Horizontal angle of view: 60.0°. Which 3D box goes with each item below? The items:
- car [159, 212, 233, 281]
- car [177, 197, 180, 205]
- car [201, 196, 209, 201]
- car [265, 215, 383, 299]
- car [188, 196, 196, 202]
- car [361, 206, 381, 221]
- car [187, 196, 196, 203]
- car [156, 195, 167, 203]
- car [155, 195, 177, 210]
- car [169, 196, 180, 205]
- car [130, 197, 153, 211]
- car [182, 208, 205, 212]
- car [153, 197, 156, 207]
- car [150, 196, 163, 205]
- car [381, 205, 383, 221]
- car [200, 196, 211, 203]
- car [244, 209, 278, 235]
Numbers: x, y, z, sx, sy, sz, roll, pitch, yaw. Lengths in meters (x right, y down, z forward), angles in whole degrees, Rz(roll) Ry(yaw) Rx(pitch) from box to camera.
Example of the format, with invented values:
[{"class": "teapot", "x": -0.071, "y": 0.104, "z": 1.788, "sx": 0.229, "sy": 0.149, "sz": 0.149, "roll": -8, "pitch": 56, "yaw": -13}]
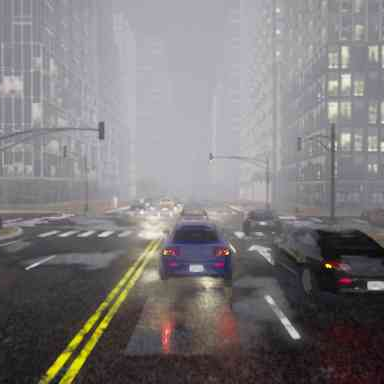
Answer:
[{"class": "car", "x": 0.099, "y": 1.544, "z": 9.750, "sx": 1.812, "sy": 1.442, "sz": 4.674, "roll": 0, "pitch": 0, "yaw": 0}, {"class": "car", "x": -3.334, "y": 1.690, "z": 53.376, "sx": 1.895, "sy": 1.301, "sz": 4.718, "roll": 0, "pitch": 0, "yaw": 0}, {"class": "car", "x": 3.239, "y": 1.675, "z": 85.421, "sx": 1.994, "sy": 1.385, "sz": 4.181, "roll": 0, "pitch": 0, "yaw": 0}, {"class": "car", "x": 3.350, "y": 1.542, "z": 8.368, "sx": 1.812, "sy": 1.442, "sz": 4.674, "roll": 0, "pitch": 0, "yaw": 0}, {"class": "car", "x": -0.010, "y": 1.717, "z": 83.889, "sx": 1.895, "sy": 1.301, "sz": 4.718, "roll": 0, "pitch": 0, "yaw": 0}, {"class": "car", "x": 16.790, "y": 1.754, "z": 28.431, "sx": 4.181, "sy": 1.385, "sz": 1.994, "roll": 1, "pitch": 1, "yaw": 1}, {"class": "car", "x": -0.009, "y": 1.653, "z": 73.734, "sx": 2.033, "sy": 1.411, "sz": 5.357, "roll": 0, "pitch": 0, "yaw": 0}, {"class": "car", "x": -6.509, "y": 1.465, "z": 71.621, "sx": 2.097, "sy": 1.767, "sz": 4.553, "roll": 0, "pitch": 0, "yaw": 0}, {"class": "car", "x": -3.348, "y": 1.554, "z": 43.997, "sx": 1.882, "sy": 1.535, "sz": 5.008, "roll": 0, "pitch": 0, "yaw": 0}, {"class": "car", "x": -3.259, "y": 1.579, "z": 63.904, "sx": 1.882, "sy": 1.535, "sz": 5.008, "roll": 0, "pitch": 0, "yaw": 0}, {"class": "car", "x": -6.603, "y": 1.622, "z": 42.603, "sx": 2.033, "sy": 1.411, "sz": 5.357, "roll": 0, "pitch": 0, "yaw": 0}, {"class": "car", "x": 0.110, "y": 1.721, "z": 21.938, "sx": 1.895, "sy": 1.301, "sz": 4.718, "roll": 1, "pitch": 0, "yaw": 0}, {"class": "car", "x": -6.587, "y": 1.592, "z": 52.342, "sx": 1.837, "sy": 1.490, "sz": 4.892, "roll": 0, "pitch": 0, "yaw": 0}, {"class": "car", "x": -6.532, "y": 1.604, "z": 61.696, "sx": 1.837, "sy": 1.490, "sz": 4.892, "roll": 0, "pitch": 0, "yaw": 0}, {"class": "car", "x": 16.199, "y": 1.580, "z": 22.655, "sx": 5.009, "sy": 1.841, "sz": 2.192, "roll": 1, "pitch": 0, "yaw": 1}, {"class": "car", "x": 3.241, "y": 1.710, "z": 75.250, "sx": 1.895, "sy": 1.301, "sz": 4.718, "roll": 0, "pitch": 0, "yaw": 0}, {"class": "car", "x": 4.012, "y": 1.649, "z": 19.149, "sx": 1.994, "sy": 1.385, "sz": 4.181, "roll": -1, "pitch": -2, "yaw": 10}]
